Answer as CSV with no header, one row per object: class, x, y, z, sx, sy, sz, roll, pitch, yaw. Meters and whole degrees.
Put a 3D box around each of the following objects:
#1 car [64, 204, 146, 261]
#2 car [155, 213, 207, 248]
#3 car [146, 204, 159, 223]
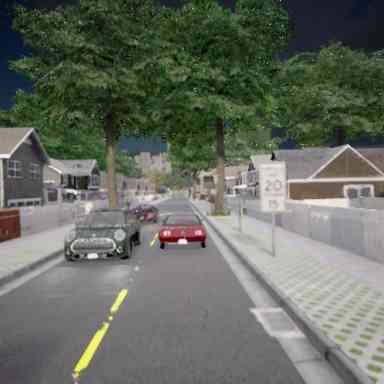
car,-3.203,1.424,12.701,2.097,1.767,4.553,-1,0,-2
car,-0.425,1.613,14.978,1.895,1.301,4.718,-1,0,-2
car,-3.595,1.652,25.754,1.994,1.385,4.181,-1,0,-1
